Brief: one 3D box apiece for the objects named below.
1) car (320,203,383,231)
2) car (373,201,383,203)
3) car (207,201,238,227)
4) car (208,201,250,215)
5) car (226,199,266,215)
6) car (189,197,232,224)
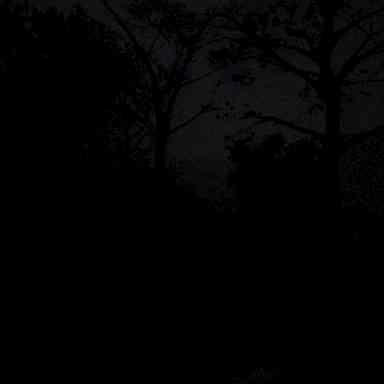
[{"bbox_3d":[11.212,1.644,21.896,2.033,1.411,5.357,0,-1,-38],"label":"car"},{"bbox_3d":[16.194,1.486,27.350,4.553,1.767,2.185,0,-1,-40],"label":"car"},{"bbox_3d":[3.750,1.618,23.089,4.892,1.521,2.231,0,-1,-40],"label":"car"},{"bbox_3d":[4.648,1.906,41.284,5.366,1.575,1.946,0,-2,-40],"label":"car"},{"bbox_3d":[6.366,1.713,38.920,4.553,1.767,2.185,0,-2,-40],"label":"car"},{"bbox_3d":[1.953,1.400,25.231,5.566,2.045,2.435,0,-1,-40],"label":"car"}]
